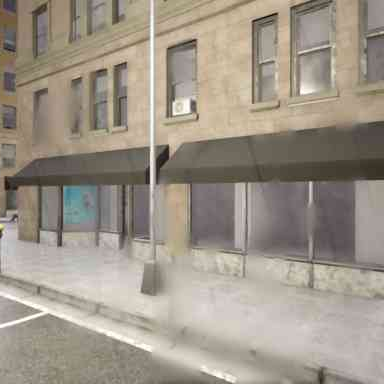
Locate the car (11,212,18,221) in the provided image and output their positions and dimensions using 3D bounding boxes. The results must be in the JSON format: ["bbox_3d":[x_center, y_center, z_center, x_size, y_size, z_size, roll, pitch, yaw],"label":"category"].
[{"bbox_3d":[-11.120,1.636,26.094,2.033,1.411,5.357,0,0,36],"label":"car"}]
